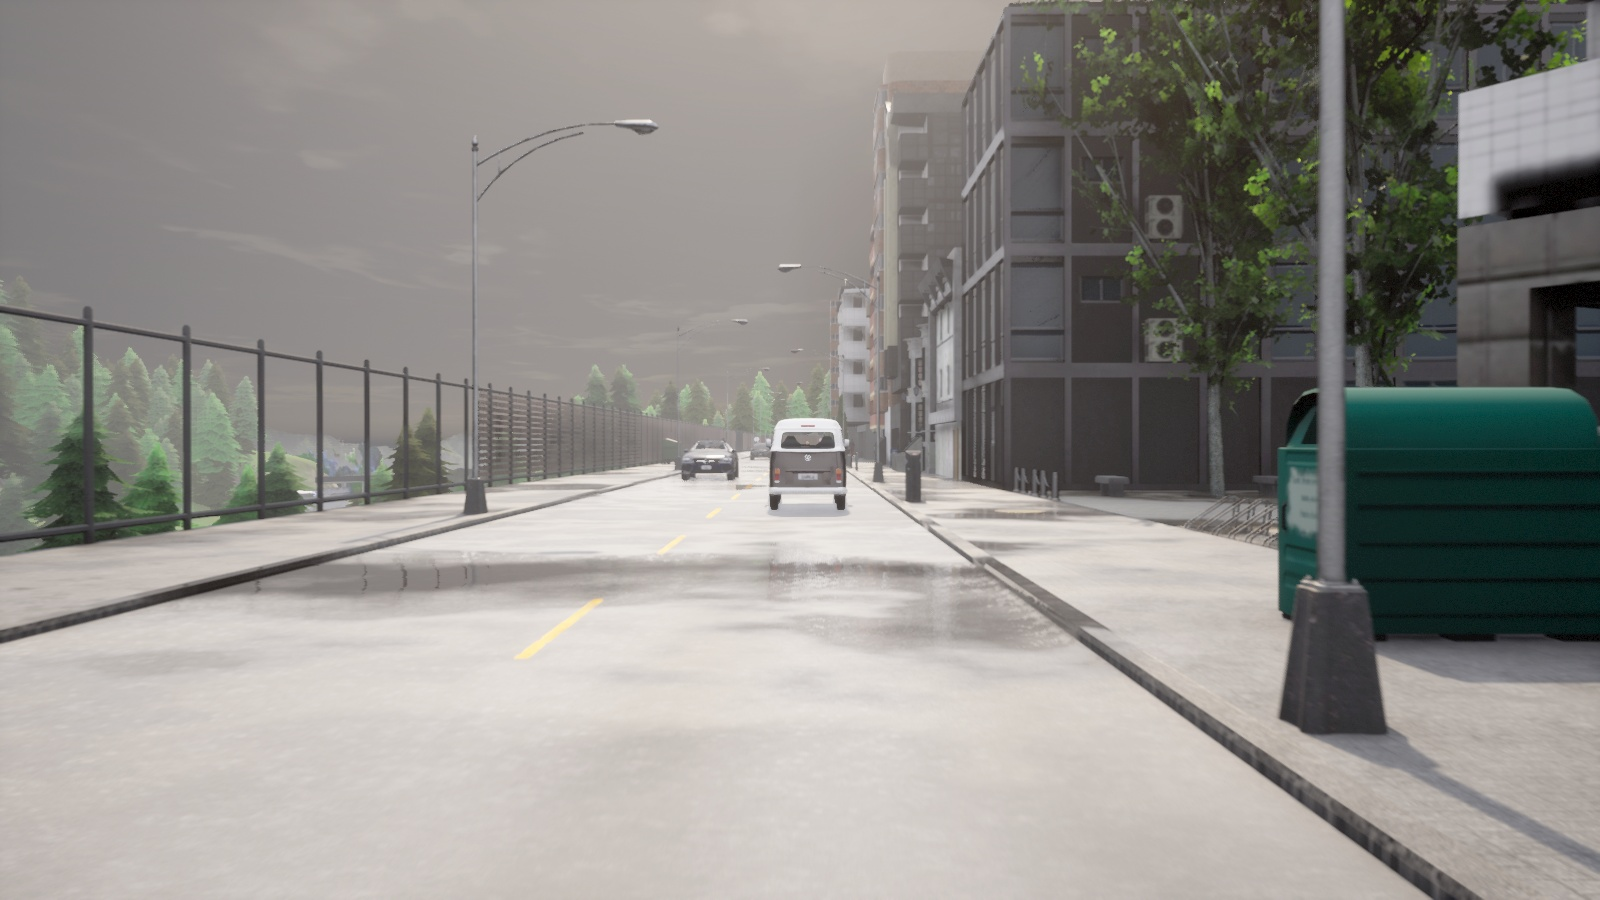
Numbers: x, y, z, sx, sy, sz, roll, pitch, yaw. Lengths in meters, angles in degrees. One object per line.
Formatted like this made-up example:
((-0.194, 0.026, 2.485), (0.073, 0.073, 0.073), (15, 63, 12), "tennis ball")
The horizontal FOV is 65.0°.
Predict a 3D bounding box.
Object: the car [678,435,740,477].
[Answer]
((-3.688, 0.230, 51.837), (2.152, 1.651, 5.027), (0, 0, 0), "car")

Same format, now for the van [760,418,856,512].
((0.183, 0.304, 29.434), (2.069, 2.038, 4.480), (0, 0, 0), "van")
